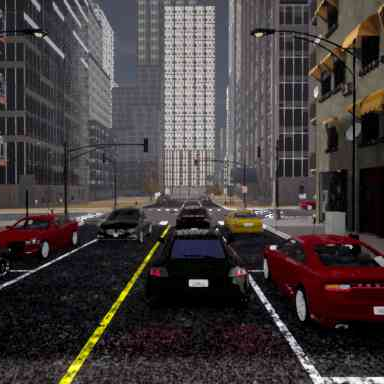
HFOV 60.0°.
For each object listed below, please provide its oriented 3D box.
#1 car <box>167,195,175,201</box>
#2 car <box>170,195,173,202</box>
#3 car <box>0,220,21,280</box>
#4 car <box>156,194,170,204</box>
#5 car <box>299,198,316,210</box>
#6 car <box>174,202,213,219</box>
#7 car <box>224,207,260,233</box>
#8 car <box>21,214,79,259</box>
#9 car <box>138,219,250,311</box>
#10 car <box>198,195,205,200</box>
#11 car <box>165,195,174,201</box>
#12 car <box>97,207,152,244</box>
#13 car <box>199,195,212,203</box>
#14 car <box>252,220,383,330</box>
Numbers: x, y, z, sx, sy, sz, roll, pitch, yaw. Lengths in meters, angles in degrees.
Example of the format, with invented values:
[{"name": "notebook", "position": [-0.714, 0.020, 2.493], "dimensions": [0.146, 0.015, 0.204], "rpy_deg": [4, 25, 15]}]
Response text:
[{"name": "car", "position": [-5.646, 1.543, 89.316], "dimensions": [1.887, 1.381, 4.507], "rpy_deg": [-1, 0, 0]}, {"name": "car", "position": [-5.661, 1.312, 67.079], "dimensions": [2.192, 1.841, 5.009], "rpy_deg": [-1, 0, 0]}, {"name": "car", "position": [-5.696, 1.439, 6.958], "dimensions": [1.967, 1.590, 4.097], "rpy_deg": [-1, 0, 0]}, {"name": "car", "position": [-5.662, 1.541, 61.519], "dimensions": [1.887, 1.381, 4.507], "rpy_deg": [-1, 0, 0]}, {"name": "car", "position": [14.273, 1.255, 37.104], "dimensions": [4.507, 1.381, 1.887], "rpy_deg": [-1, 1, 0]}, {"name": "car", "position": [0.087, 1.502, 17.807], "dimensions": [1.837, 1.490, 4.892], "rpy_deg": [0, 0, -1]}, {"name": "car", "position": [2.692, 1.523, 18.156], "dimensions": [1.752, 1.417, 4.829], "rpy_deg": [-1, 0, 0]}, {"name": "car", "position": [-5.692, 1.543, 12.482], "dimensions": [1.887, 1.381, 4.507], "rpy_deg": [-1, 0, 0]}, {"name": "car", "position": [0.107, 1.563, 7.823], "dimensions": [1.994, 1.385, 4.181], "rpy_deg": [0, 0, 0]}, {"name": "car", "position": [2.738, 1.581, 94.870], "dimensions": [1.802, 1.307, 4.206], "rpy_deg": [-1, 0, 0]}, {"name": "car", "position": [-5.650, 1.523, 83.587], "dimensions": [1.752, 1.417, 4.829], "rpy_deg": [-1, 0, 0]}, {"name": "car", "position": [-3.032, 1.504, 15.732], "dimensions": [1.837, 1.490, 4.892], "rpy_deg": [0, 0, 1]}, {"name": "car", "position": [2.716, 1.437, 61.513], "dimensions": [1.967, 1.590, 4.097], "rpy_deg": [-1, 0, 0]}, {"name": "car", "position": [2.686, 1.544, 6.940], "dimensions": [1.887, 1.381, 4.507], "rpy_deg": [-1, 0, 0]}]
